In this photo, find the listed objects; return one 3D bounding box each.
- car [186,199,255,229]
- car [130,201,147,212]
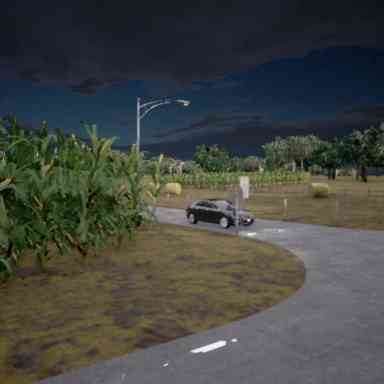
[{"bbox_3d":[1.543,1.206,19.533,1.837,1.490,4.892,-1,2,-37],"label":"car"},{"bbox_3d":[-5.785,1.060,29.826,1.895,1.301,4.718,-1,2,-35],"label":"car"}]
